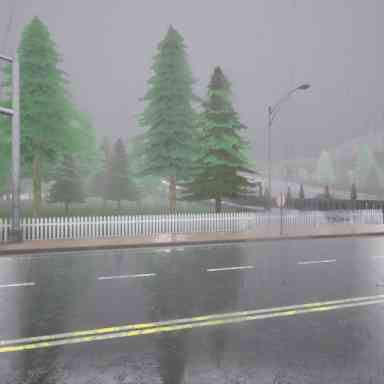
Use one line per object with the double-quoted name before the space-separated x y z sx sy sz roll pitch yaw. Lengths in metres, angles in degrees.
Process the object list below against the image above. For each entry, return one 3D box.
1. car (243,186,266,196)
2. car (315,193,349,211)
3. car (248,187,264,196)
"car" 12.179 -0.280 65.663 2.033 1.411 5.357 0 7 -19
"car" 17.265 1.183 40.348 2.150 2.045 5.566 0 1 -20
"car" 11.531 0.578 56.709 1.812 1.442 4.674 0 5 -19
